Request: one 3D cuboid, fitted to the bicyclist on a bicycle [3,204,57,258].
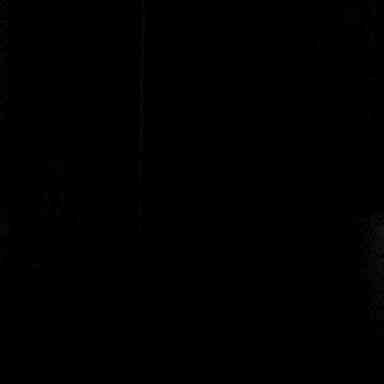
[{"bbox_3d":[-5.150,1.158,10.524,1.656,1.620,0.582,-12,10,-44],"label":"bicyclist on a bicycle"}]
